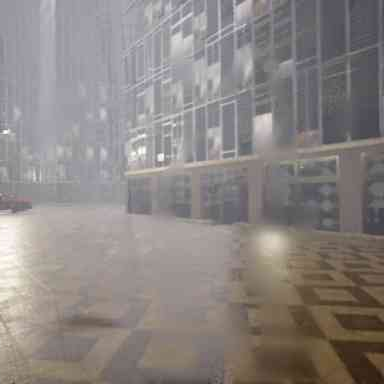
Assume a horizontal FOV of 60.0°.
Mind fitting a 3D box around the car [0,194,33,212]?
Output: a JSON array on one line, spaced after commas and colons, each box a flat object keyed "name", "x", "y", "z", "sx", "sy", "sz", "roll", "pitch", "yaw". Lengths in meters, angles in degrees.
[{"name": "car", "x": -17.693, "y": 1.077, "z": 30.996, "sx": 5.009, "sy": 1.841, "sz": 2.192, "roll": 0, "pitch": -1, "yaw": -37}]
